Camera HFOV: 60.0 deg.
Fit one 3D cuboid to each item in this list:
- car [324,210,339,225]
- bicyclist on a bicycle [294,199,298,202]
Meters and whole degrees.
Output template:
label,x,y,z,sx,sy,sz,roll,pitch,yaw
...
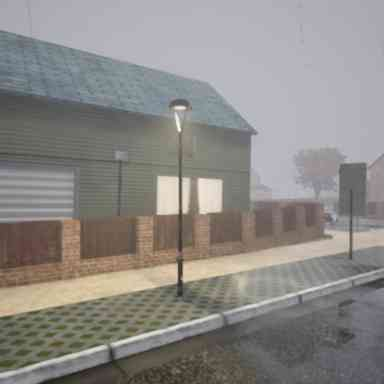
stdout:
label,x,y,z,sx,sy,sz,roll,pitch,yaw
car,7.858,1.506,23.497,2.128,1.511,4.902,2,-1,-34
bicyclist on a bicycle,9.734,1.482,31.277,1.656,1.620,0.582,1,-1,-34
